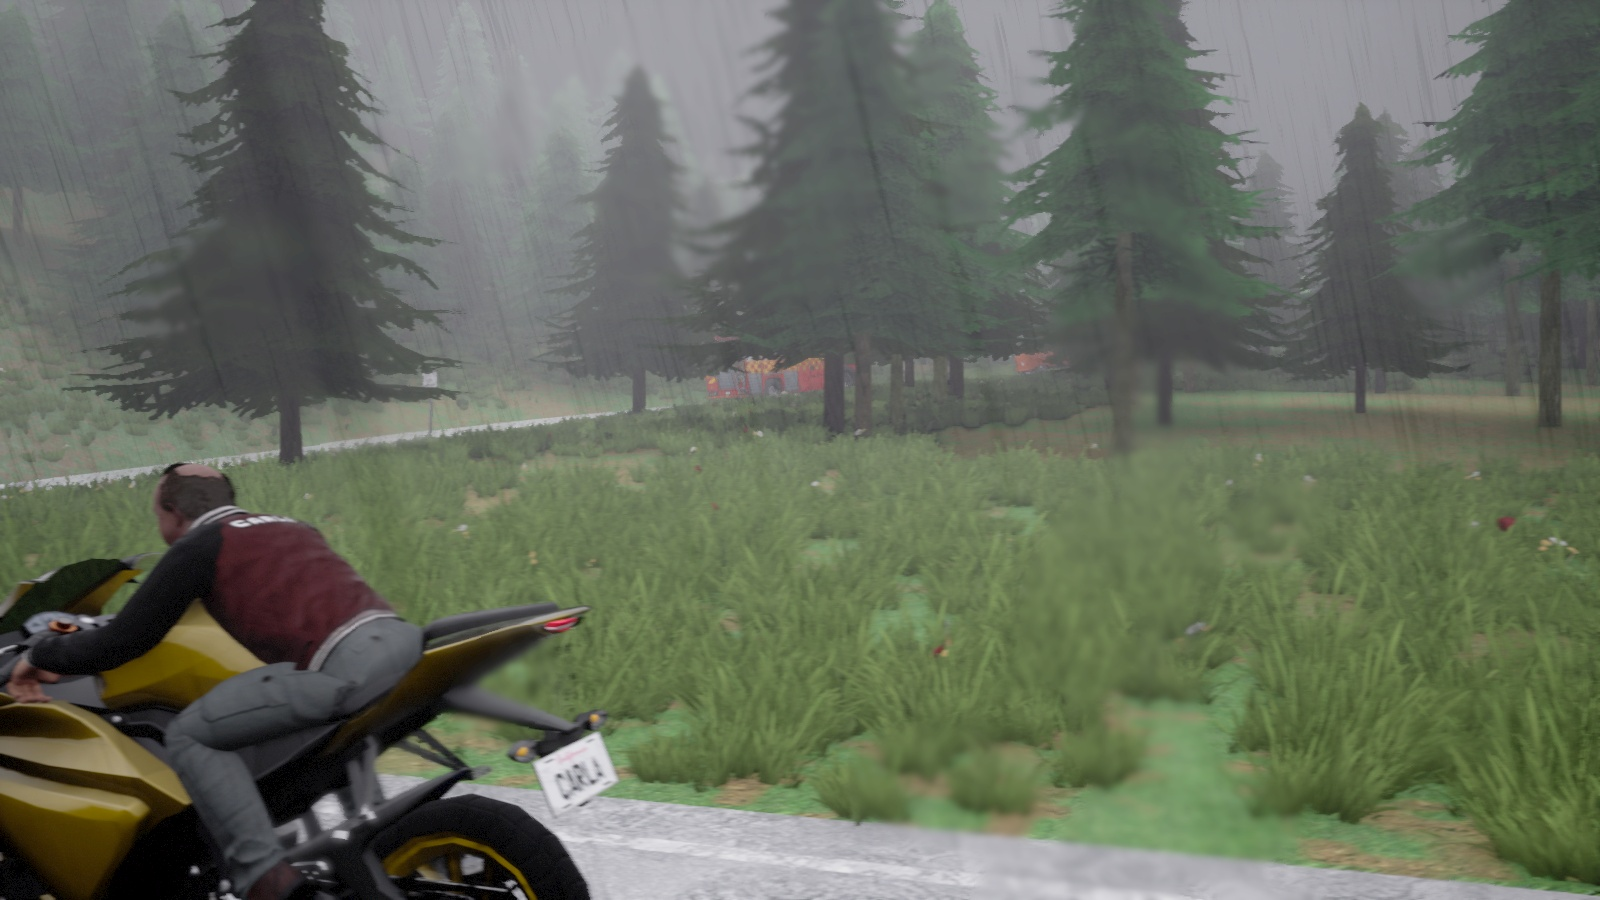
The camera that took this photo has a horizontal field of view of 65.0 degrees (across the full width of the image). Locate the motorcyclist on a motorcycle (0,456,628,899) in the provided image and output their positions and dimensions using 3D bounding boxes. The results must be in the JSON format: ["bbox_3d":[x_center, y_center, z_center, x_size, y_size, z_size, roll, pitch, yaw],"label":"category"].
[{"bbox_3d":[-1.657,0.800,3.434,2.191,1.530,0.866,1,1,19],"label":"motorcyclist on a motorcycle"}]

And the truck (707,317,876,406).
[{"bbox_3d":[-0.276,-4.402,61.537,2.891,3.827,8.468,0,6,45],"label":"truck"}]

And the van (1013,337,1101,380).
[{"bbox_3d":[14.342,-5.114,70.148,4.442,1.987,1.775,-6,3,-21],"label":"van"}]
